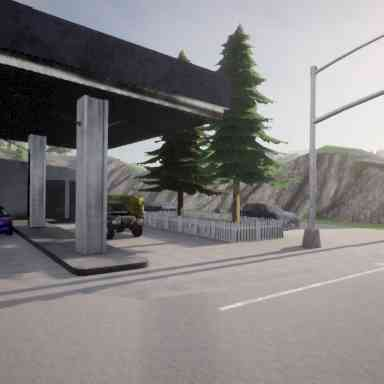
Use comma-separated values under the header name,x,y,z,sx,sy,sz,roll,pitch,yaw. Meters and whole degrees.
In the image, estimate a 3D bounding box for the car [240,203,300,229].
name,x,y,z,sx,sy,sz,roll,pitch,yaw
car,5.356,1.616,23.586,2.097,1.767,4.553,1,0,-35

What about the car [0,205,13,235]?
name,x,y,z,sx,sy,sz,roll,pitch,yaw
car,-11.442,1.524,18.627,2.242,1.667,4.611,1,0,-35

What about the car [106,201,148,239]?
name,x,y,z,sx,sy,sz,roll,pitch,yaw
car,-4.313,1.448,18.354,1.905,1.878,3.866,1,0,-35

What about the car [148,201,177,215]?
name,x,y,z,sx,sy,sz,roll,pitch,yaw
car,-3.284,1.712,36.085,2.033,1.411,5.357,1,0,-35
